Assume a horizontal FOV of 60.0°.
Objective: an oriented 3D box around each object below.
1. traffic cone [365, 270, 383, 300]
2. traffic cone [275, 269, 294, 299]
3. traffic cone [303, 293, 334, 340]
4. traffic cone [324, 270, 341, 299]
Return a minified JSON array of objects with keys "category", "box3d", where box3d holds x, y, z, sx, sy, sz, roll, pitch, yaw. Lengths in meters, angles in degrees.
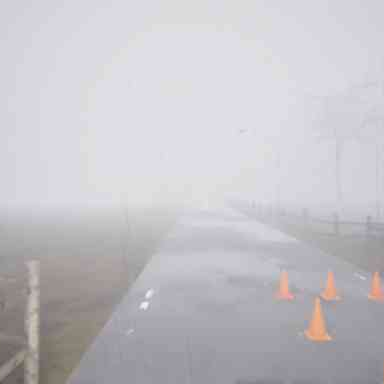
[{"category":"traffic cone","box3d":[4.023,2.010,7.254,0.340,0.580,0.340,1,0,1]},{"category":"traffic cone","box3d":[2.023,1.990,7.285,0.340,0.580,0.340,1,0,1]},{"category":"traffic cone","box3d":[1.993,1.984,5.285,0.340,0.580,0.340,1,0,1]},{"category":"traffic cone","box3d":[3.023,2.000,7.269,0.340,0.580,0.340,1,0,1]}]
